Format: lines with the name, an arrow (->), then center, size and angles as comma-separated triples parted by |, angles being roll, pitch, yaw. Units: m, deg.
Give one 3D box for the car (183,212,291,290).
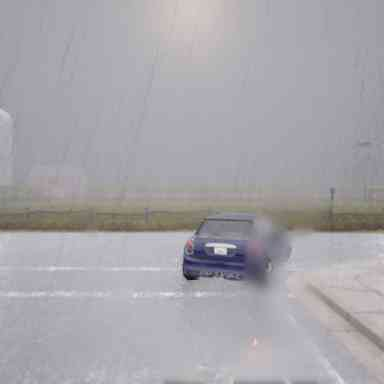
car -> 1.473, 1.377, 9.585 | 2.097, 1.767, 4.553 | 0, 0, 23
